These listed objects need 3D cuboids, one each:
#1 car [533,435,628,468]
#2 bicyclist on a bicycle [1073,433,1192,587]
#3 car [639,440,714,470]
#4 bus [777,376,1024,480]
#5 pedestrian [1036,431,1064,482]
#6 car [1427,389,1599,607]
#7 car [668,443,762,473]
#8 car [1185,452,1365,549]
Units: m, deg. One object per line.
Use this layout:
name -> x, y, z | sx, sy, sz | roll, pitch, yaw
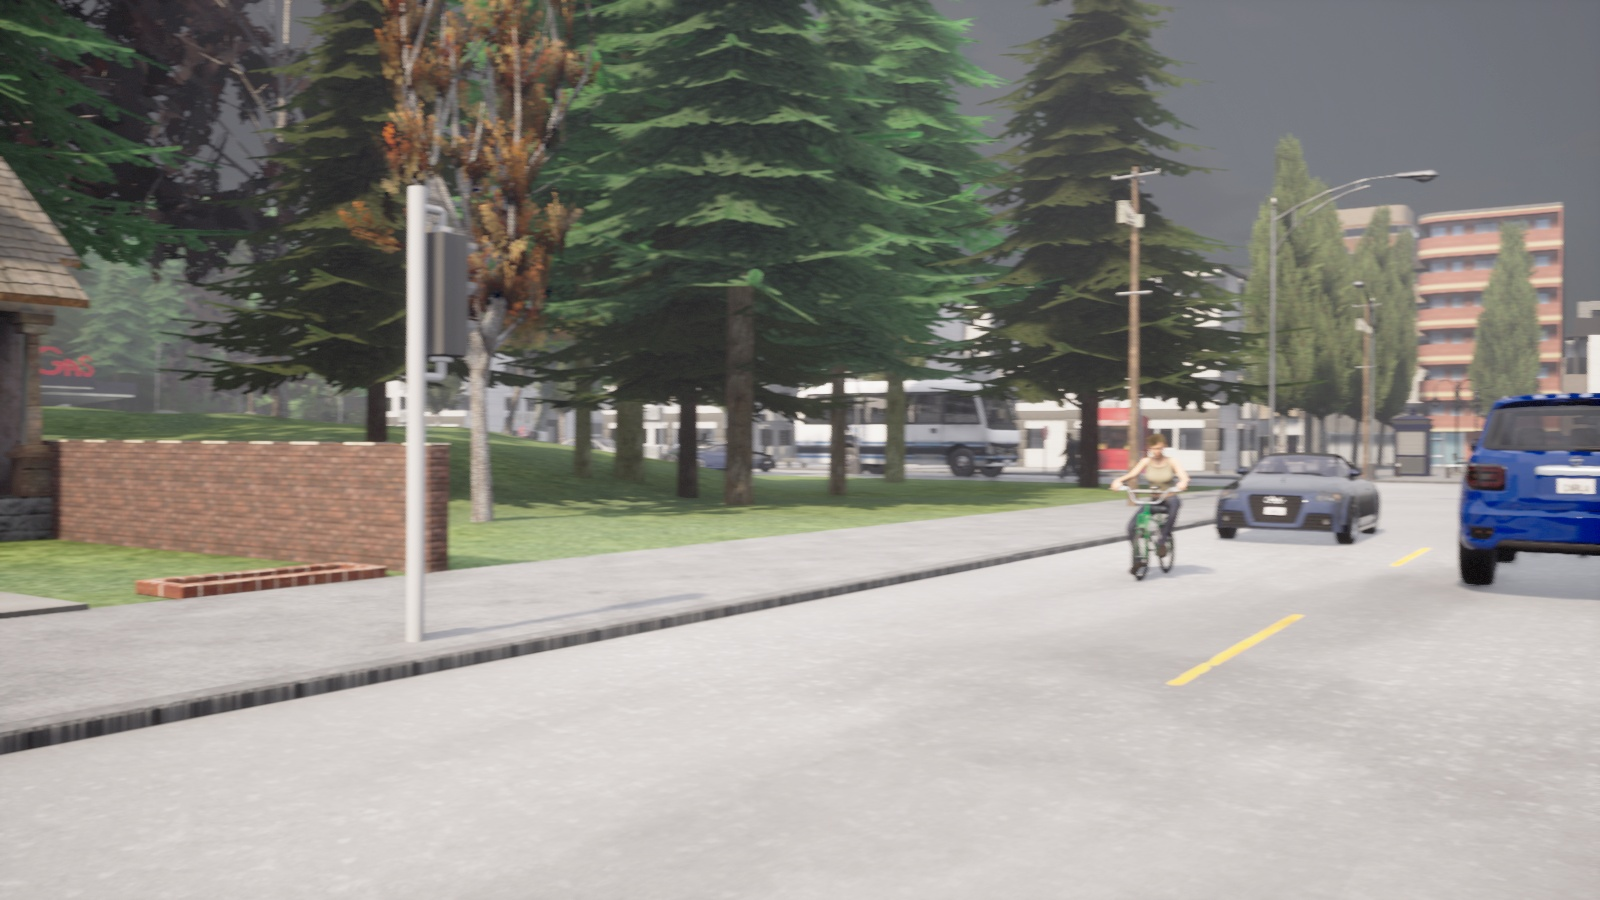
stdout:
car -> -11.485, 0.073, 65.667 | 4.611, 1.667, 2.242 | 1, 0, 32
bicyclist on a bicycle -> 3.736, 0.622, 14.031 | 0.866, 1.612, 1.509 | 1, 0, 32
car -> -6.627, 0.235, 67.328 | 3.705, 1.549, 1.789 | 1, 0, 32
bus -> 4.331, -0.956, 55.731 | 10.273, 4.253, 3.944 | 1, 0, 34
pedestrian -> 9.203, 0.231, 46.165 | 0.849, 1.883, 0.563 | 1, 0, 30
car -> 8.681, 0.442, 14.344 | 2.150, 2.045, 5.566 | 1, 0, 32
car -> -4.126, 0.382, 61.005 | 4.181, 1.385, 1.994 | 1, 0, 32
car -> 7.885, 0.740, 20.594 | 1.994, 1.385, 4.181 | 1, 0, 32
